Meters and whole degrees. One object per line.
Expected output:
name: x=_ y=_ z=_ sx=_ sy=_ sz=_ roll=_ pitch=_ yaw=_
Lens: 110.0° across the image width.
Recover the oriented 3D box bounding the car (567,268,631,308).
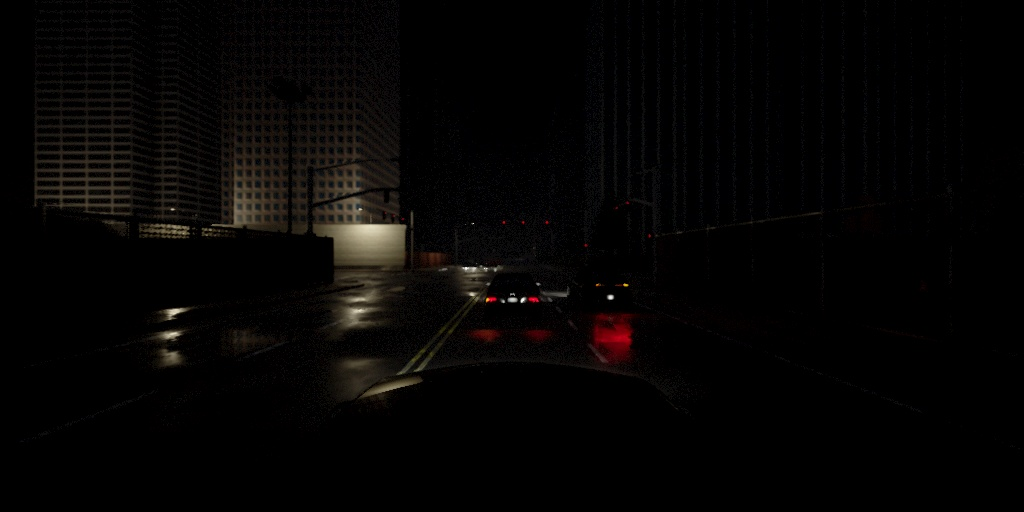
car: x=3.562 y=1.256 z=15.307 sx=1.837 sy=1.490 sz=4.892 roll=0 pitch=-1 yaw=0

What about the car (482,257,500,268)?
car: x=-3.548 y=1.240 z=61.429 sx=1.882 sy=1.535 sz=5.008 roll=0 pitch=0 yaw=1

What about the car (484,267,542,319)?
car: x=0.042 y=1.300 z=12.756 sx=2.033 sy=1.411 sz=5.357 roll=0 pitch=0 yaw=1

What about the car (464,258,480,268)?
car: x=-7.046 y=1.326 z=61.407 sx=1.994 sy=1.385 sz=4.181 roll=0 pitch=0 yaw=1
